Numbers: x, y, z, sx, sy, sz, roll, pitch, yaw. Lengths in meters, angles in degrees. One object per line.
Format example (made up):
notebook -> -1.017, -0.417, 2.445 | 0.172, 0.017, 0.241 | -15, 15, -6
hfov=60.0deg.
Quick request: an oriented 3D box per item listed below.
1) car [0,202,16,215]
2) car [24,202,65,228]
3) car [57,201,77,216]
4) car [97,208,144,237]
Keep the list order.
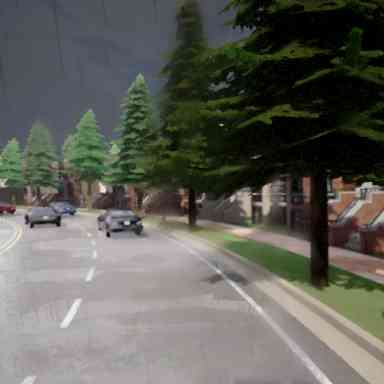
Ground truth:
car -> -20.303, 1.738, 34.849 | 4.718, 1.301, 1.895 | 0, 0, 42
car -> -10.465, 1.633, 23.237 | 1.994, 1.385, 4.181 | 0, 0, -31
car -> -13.121, 1.633, 32.739 | 2.033, 1.411, 5.357 | 0, 0, -41
car -> -4.115, 1.572, 18.546 | 2.033, 1.411, 5.357 | 0, 0, -22
